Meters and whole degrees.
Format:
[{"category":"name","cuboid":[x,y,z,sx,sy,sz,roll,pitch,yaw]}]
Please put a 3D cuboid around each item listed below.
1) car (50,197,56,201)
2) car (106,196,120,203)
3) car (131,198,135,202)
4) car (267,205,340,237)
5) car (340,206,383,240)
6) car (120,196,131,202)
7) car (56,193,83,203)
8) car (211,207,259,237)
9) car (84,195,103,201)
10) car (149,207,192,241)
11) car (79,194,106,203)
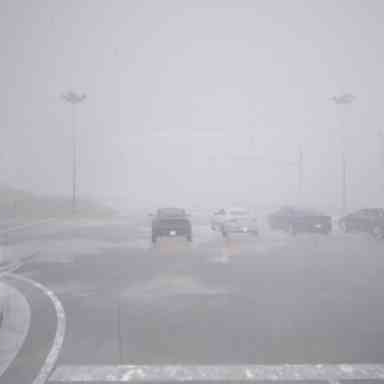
[{"category":"car","cuboid":[-29.540,1.529,74.702,4.892,1.490,1.837,0,0,19]},{"category":"car","cuboid":[-18.772,1.544,72.689,5.008,1.535,1.882,0,0,33]},{"category":"car","cuboid":[-15.980,1.660,79.267,4.718,1.301,1.895,0,0,33]},{"category":"car","cuboid":[5.732,1.478,18.345,1.882,1.535,5.008,0,0,-7]},{"category":"car","cuboid":[9.424,1.499,17.013,1.837,1.490,4.892,0,0,-7]},{"category":"car","cuboid":[-17.184,1.605,75.855,5.357,1.411,2.033,0,0,33]},{"category":"car","cuboid":[-25.077,1.551,68.500,5.008,1.535,1.882,0,0,29]},{"category":"car","cuboid":[2.240,1.532,18.113,1.812,1.442,4.674,0,0,-7]},{"category":"car","cuboid":[-24.895,1.554,84.141,4.181,1.385,1.994,0,0,22]},{"category":"car","cuboid":[-1.121,1.515,16.768,1.837,1.490,4.892,0,0,-7]},{"category":"car","cuboid":[-20.857,1.592,69.879,4.674,1.442,1.812,0,0,33]}]
